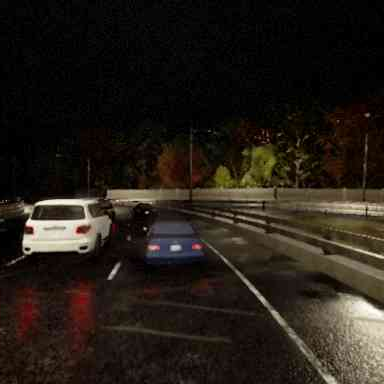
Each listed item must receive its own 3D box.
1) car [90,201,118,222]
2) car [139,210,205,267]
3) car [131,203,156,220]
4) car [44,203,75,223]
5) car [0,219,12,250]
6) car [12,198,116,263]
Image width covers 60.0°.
[{"bbox_3d":[-7.672,1.634,28.950,2.128,1.511,4.902,0,0,-15],"label":"car"},{"bbox_3d":[-0.731,1.600,11.709,2.033,1.411,5.357,0,0,-7],"label":"car"},{"bbox_3d":[-4.336,1.703,29.989,1.994,1.385,4.181,0,0,-15],"label":"car"},{"bbox_3d":[-11.100,1.713,28.218,1.994,1.385,4.181,0,0,-15],"label":"car"},{"bbox_3d":[-7.894,1.675,12.634,1.895,1.301,4.718,0,0,-7],"label":"car"},{"bbox_3d":[-4.341,1.288,12.425,2.150,2.045,5.566,0,0,-7],"label":"car"}]
